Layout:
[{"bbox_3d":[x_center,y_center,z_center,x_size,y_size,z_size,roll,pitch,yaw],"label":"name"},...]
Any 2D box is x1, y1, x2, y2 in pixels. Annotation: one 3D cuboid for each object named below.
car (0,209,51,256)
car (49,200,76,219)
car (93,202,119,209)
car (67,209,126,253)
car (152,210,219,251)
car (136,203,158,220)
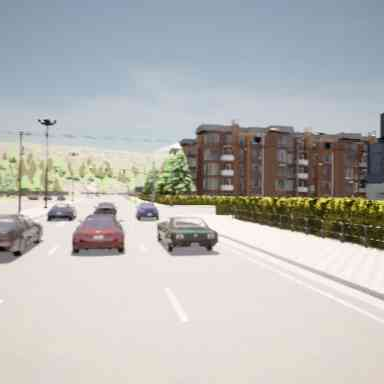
[{"bbox_3d":[-7.176,1.545,12.869,2.033,1.411,5.357,1,0,-14],"label":"car"},{"bbox_3d":[-10.790,1.623,27.801,1.994,1.385,4.181,1,0,-14],"label":"car"},{"bbox_3d":[-7.391,1.619,28.636,1.837,1.490,4.892,1,0,-14],"label":"car"},{"bbox_3d":[-3.847,1.616,14.013,1.994,1.385,4.181,1,0,-13],"label":"car"},{"bbox_3d":[-0.399,1.704,14.623,1.895,1.301,4.718,1,0,-13],"label":"car"},{"bbox_3d":[-3.992,1.691,29.554,1.812,1.442,4.674,1,0,-13],"label":"car"}]
